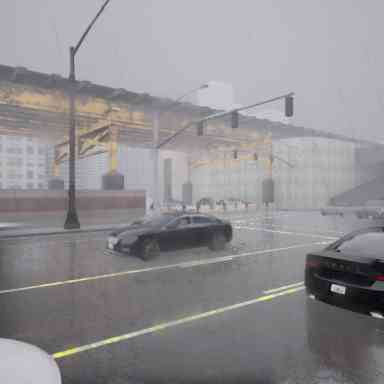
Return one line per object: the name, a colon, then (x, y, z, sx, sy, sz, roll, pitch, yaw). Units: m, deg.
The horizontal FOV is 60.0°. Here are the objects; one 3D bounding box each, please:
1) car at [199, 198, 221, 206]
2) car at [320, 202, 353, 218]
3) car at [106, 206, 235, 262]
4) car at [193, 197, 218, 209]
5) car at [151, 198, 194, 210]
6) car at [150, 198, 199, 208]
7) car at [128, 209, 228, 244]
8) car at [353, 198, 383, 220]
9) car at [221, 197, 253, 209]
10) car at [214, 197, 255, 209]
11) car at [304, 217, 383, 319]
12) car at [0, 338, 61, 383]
car: (1.682, 1.453, 39.943, 2.038, 1.542, 4.974, 0, 0, 18)
car: (13.624, 1.601, 30.804, 1.895, 1.301, 4.718, 0, 0, 44)
car: (-0.643, 1.491, 12.202, 4.902, 1.511, 2.128, 0, 0, -36)
car: (1.697, 1.295, 39.992, 1.853, 1.218, 4.536, 0, 0, 18)
car: (-2.091, 1.295, 37.231, 4.536, 1.218, 1.853, 0, 0, 8)
car: (-2.039, 1.453, 37.225, 4.974, 1.542, 2.038, 0, 0, 8)
car: (-0.599, 1.601, 16.500, 4.718, 1.301, 1.895, 0, 0, -36)
car: (15.039, 1.352, 27.069, 2.097, 1.767, 4.553, 0, 0, 40)
car: (5.507, 1.295, 43.730, 4.536, 1.218, 1.853, 0, 0, -7)
car: (5.558, 1.453, 43.737, 4.974, 1.542, 2.038, 0, 0, -7)
car: (4.464, 1.478, 7.030, 5.008, 1.535, 1.882, 0, 0, -36)
car: (-3.059, 1.526, 1.555, 4.674, 1.442, 1.812, 0, 0, -36)
